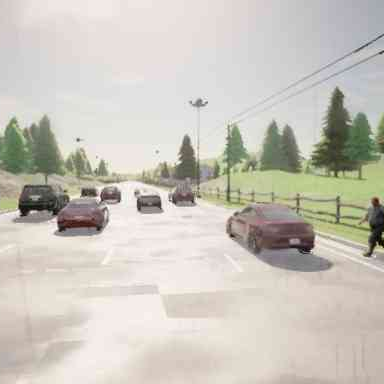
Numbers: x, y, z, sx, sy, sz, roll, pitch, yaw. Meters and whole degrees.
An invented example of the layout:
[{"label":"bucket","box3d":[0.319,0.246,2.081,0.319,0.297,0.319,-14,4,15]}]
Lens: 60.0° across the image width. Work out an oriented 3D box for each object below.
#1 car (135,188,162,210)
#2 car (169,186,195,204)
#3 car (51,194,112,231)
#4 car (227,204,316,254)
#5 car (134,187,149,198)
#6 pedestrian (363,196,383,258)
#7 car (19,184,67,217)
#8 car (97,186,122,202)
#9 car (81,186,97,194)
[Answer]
[{"label":"car","box3d":[-3.488,0.583,26.626,2.128,1.511,4.902,0,2,-10]},{"label":"car","box3d":[-1.105,0.220,33.098,2.097,1.767,4.553,0,2,-10]},{"label":"car","box3d":[-5.284,1.002,16.478,1.994,1.385,4.181,0,2,-10]},{"label":"car","box3d":[2.539,1.127,11.503,1.812,1.442,4.674,0,2,-8]},{"label":"car","box3d":[-7.018,0.030,46.140,1.895,1.301,4.718,0,2,-10]},{"label":"pedestrian","box3d":[5.266,0.961,9.498,0.375,1.860,0.375,0,2,-7]},{"label":"car","box3d":[-9.832,0.460,22.436,2.150,2.045,5.566,0,2,-10]},{"label":"car","box3d":[-8.748,0.126,36.051,2.097,1.767,4.553,0,2,-10]},{"label":"car","box3d":[-14.107,-0.084,46.057,1.882,1.535,5.008,0,2,-10]}]
